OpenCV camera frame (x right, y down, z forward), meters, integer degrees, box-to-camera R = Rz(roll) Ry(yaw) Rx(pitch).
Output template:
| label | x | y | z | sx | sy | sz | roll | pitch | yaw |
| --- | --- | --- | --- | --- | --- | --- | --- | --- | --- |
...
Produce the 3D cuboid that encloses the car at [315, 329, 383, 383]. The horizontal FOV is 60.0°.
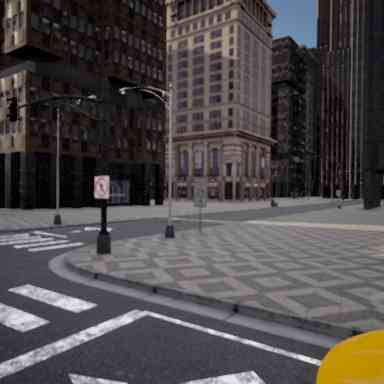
| label | x | y | z | sx | sy | sz | roll | pitch | yaw |
| --- | --- | --- | --- | --- | --- | --- | --- | --- | --- |
| car | 3.145 | 1.483 | 1.446 | 5.008 | 1.535 | 1.882 | 0 | 0 | 35 |
